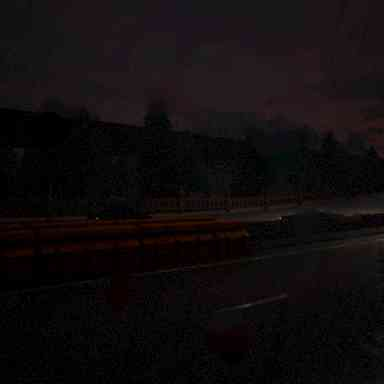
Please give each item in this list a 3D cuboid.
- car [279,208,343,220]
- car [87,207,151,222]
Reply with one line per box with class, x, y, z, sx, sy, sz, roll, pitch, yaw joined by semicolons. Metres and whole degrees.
car;7.930;1.788;22.207;4.718;1.301;1.895;0;0;-34
car;-4.756;1.661;21.963;4.181;1.385;1.994;1;0;-35
